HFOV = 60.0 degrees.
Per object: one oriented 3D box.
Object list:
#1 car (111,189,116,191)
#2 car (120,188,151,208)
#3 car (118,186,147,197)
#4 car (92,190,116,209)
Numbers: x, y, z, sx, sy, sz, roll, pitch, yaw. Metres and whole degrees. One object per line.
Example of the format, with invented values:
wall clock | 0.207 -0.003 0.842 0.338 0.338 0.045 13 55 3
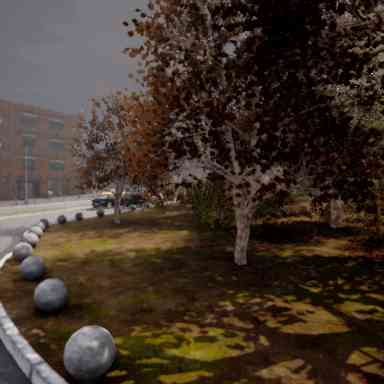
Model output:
car | -13.552 0.249 55.626 1.946 1.575 5.366 0 3 31
car | -5.666 0.637 38.483 2.150 2.045 5.566 0 3 25
car | -10.706 -0.082 60.348 1.946 1.575 5.366 0 3 31
car | -9.322 1.008 38.173 1.882 1.535 5.008 0 3 24
